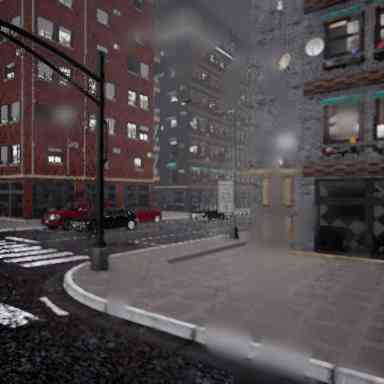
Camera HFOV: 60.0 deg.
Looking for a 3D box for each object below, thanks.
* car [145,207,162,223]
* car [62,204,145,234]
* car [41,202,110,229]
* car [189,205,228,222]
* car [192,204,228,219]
[{"bbox_3d":[-4.404,1.915,27.647,1.887,1.381,4.507,-1,-2,35],"label":"car"},{"bbox_3d":[-5.566,1.784,21.541,1.837,1.490,4.892,0,-1,34],"label":"car"},{"bbox_3d":[-7.695,1.582,23.005,2.192,1.841,5.009,-1,-2,35],"label":"car"},{"bbox_3d":[1.591,1.994,31.604,2.128,1.511,4.902,0,-1,35],"label":"car"},{"bbox_3d":[2.082,2.098,36.805,1.752,1.417,4.829,-1,-2,35],"label":"car"}]
